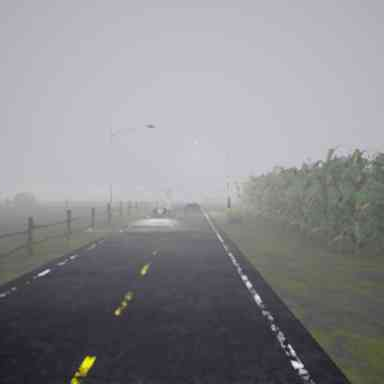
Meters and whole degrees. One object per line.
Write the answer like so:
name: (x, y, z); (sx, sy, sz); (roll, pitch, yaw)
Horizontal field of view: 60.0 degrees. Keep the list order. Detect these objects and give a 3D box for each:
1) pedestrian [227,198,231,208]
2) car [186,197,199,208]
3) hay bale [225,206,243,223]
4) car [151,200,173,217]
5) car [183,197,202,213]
pedestrian: (2.841, 1.334, 26.004); (0.375, 1.860, 0.375); (0, 0, -3)
car: (0.039, 1.536, 49.930); (1.882, 1.535, 5.008); (0, 0, 0)
hay bale: (3.141, 1.683, 24.905); (1.220, 1.180, 1.240); (0, 0, 0)
car: (-2.825, 1.528, 32.000); (2.128, 1.511, 4.902); (0, 0, 0)
car: (0.061, 1.535, 36.827); (2.128, 1.511, 4.902); (0, 0, 1)
